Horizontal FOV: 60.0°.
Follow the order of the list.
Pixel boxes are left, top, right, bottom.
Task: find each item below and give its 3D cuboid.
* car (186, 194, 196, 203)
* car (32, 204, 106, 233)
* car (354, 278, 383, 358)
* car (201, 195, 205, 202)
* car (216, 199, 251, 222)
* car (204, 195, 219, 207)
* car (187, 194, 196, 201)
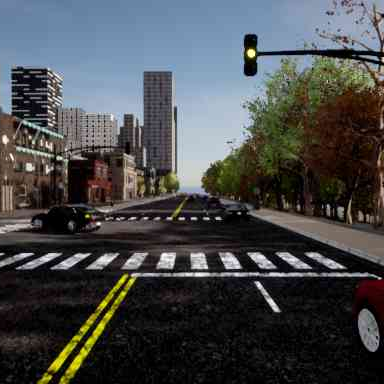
[{"bbox_3d":[-0.143,1.498,66.011,1.812,1.442,4.674,0,0,0],"label":"car"},{"bbox_3d":[-7.329,1.500,19.629,4.892,1.490,1.837,0,-2,28],"label":"car"},{"bbox_3d":[3.344,1.477,2.962,1.882,1.535,5.008,0,0,0],"label":"car"},{"bbox_3d":[3.089,1.490,76.018,1.812,1.442,4.674,0,0,0],"label":"car"},{"bbox_3d":[3.295,1.539,25.809,2.033,1.411,5.357,0,0,0],"label":"car"},{"bbox_3d":[3.243,1.485,50.377,1.837,1.490,4.892,0,0,0],"label":"car"},{"bbox_3d":[-0.164,1.276,76.013,1.882,1.535,5.008,0,0,0],"label":"car"}]
